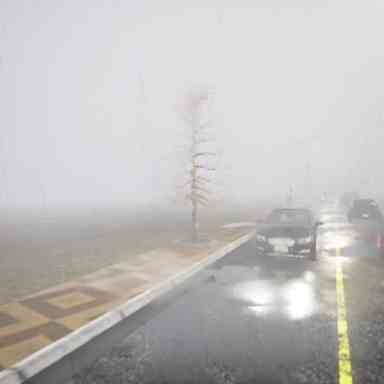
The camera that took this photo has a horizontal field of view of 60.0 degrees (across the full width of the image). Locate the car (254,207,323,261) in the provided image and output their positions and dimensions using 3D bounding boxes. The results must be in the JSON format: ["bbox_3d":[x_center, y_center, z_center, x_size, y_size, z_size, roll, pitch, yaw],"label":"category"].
[{"bbox_3d":[3.492,1.301,11.668,2.128,1.511,4.902,0,1,23],"label":"car"}]

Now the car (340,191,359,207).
[{"bbox_3d":[17.674,0.696,37.062,2.097,1.767,4.553,0,1,23],"label":"car"}]

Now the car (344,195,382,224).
[{"bbox_3d":[10.937,1.141,21.308,1.812,1.442,4.674,0,1,23],"label":"car"}]

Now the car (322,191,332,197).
[{"bbox_3d":[29.113,0.382,71.677,1.895,1.301,4.718,0,1,23],"label":"car"}]
